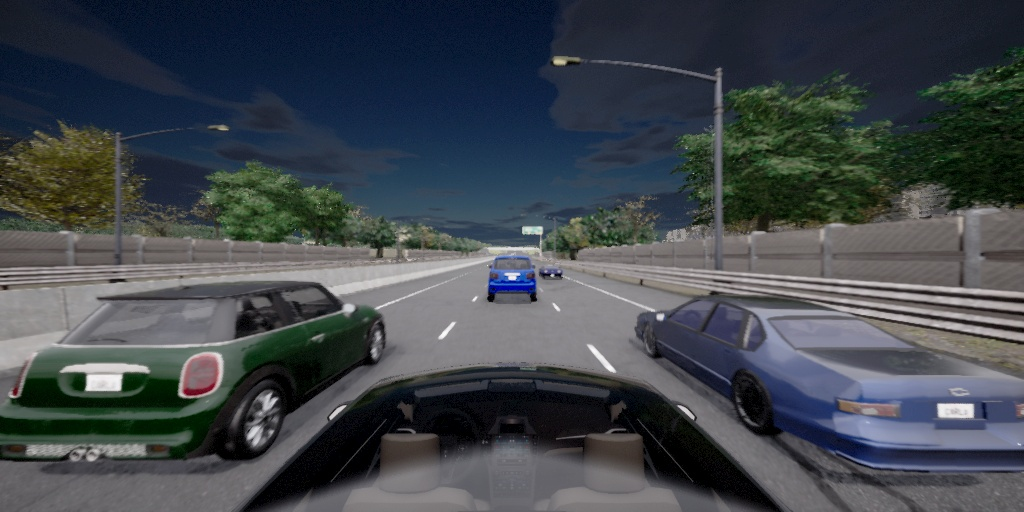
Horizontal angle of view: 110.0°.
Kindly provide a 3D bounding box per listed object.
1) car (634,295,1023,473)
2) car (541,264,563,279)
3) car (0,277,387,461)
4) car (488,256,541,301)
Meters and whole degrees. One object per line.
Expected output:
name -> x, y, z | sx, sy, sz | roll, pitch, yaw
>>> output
car -> 3.598, 1.307, 5.420 | 2.033, 1.411, 5.357 | 0, 0, 0
car -> 3.591, 1.415, 34.097 | 1.895, 1.301, 4.718 | 0, 0, 0
car -> -3.501, 1.111, 5.202 | 2.097, 1.767, 4.553 | 0, 0, 0
car -> 0.010, 1.008, 17.662 | 2.150, 2.045, 5.566 | 0, 0, 0
